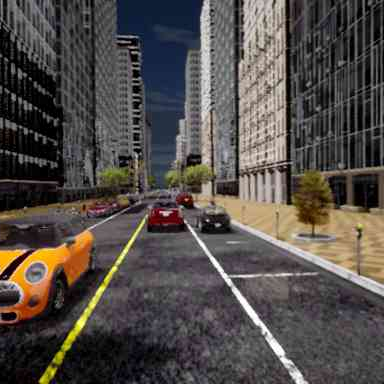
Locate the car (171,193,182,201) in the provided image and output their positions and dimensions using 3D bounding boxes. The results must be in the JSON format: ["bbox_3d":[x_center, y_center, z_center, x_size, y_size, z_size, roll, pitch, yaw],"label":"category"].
[{"bbox_3d":[-3.311,1.091,70.070,1.967,1.590,4.097,-1,0,-5],"label":"car"}]

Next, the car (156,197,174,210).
[{"bbox_3d":[-3.285,1.381,39.907,1.994,1.385,4.181,-1,0,-5],"label":"car"}]

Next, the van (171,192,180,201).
[{"bbox_3d":[-3.806,0.966,75.731,1.690,1.788,3.998,-1,0,-5],"label":"van"}]

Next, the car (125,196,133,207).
[{"bbox_3d":[-9.671,1.371,46.527,1.752,1.417,4.829,-1,0,-5],"label":"car"}]

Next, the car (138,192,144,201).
[{"bbox_3d":[-11.657,1.291,69.345,2.008,1.369,4.403,-1,0,-5],"label":"car"}]

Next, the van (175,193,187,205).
[{"bbox_3d":[-1.834,1.071,53.083,1.690,1.788,3.998,-1,0,-5],"label":"van"}]

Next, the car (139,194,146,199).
[{"bbox_3d":[-13.628,1.214,91.994,1.802,1.307,4.206,-1,0,-5],"label":"car"}]

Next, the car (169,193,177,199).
[{"bbox_3d":[-5.280,1.094,92.720,2.008,1.369,4.403,-1,0,-5],"label":"car"}]

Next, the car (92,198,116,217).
[{"bbox_3d":[-8.207,1.504,29.709,1.802,1.307,4.206,-1,0,-5],"label":"car"}]

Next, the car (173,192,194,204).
[{"bbox_3d":[-0.850,1.097,41.759,2.192,1.841,5.009,-1,0,-5],"label":"car"}]

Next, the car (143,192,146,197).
[{"bbox_3d":[-12.645,1.126,80.668,1.967,1.590,4.097,-1,0,-5],"label":"car"}]

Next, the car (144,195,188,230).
[{"bbox_3d":[-1.608,1.257,20.435,2.097,1.767,4.553,-1,0,-5],"label":"car"}]

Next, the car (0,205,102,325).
[{"bbox_3d":[-3.556,1.348,7.358,2.097,1.767,4.553,-1,0,-5],"label":"car"}]

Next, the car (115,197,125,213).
[{"bbox_3d":[-8.702,1.337,35.371,1.967,1.590,4.097,-1,0,-5],"label":"car"}]

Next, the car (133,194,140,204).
[{"bbox_3d":[-10.672,1.359,58.021,1.947,1.339,4.313,-1,0,-5],"label":"car"}]

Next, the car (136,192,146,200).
[{"bbox_3d":[-13.140,0.975,86.330,2.192,1.841,5.009,-1,0,-5],"label":"car"}]

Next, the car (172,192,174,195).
[{"bbox_3d":[-1.342,1.071,47.421,2.192,1.841,5.009,-1,0,-5],"label":"car"}]

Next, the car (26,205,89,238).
[{"bbox_3d":[-7.222,1.525,18.385,2.008,1.369,4.403,-1,0,-5],"label":"car"}]

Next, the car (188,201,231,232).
[{"bbox_3d":[1.127,1.436,19.111,2.008,1.369,4.403,-1,0,-5],"label":"car"}]
